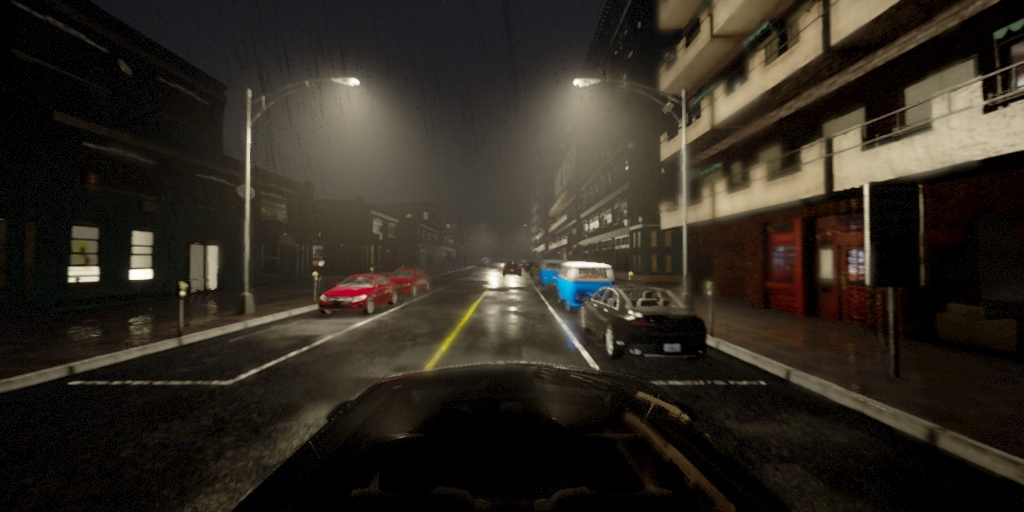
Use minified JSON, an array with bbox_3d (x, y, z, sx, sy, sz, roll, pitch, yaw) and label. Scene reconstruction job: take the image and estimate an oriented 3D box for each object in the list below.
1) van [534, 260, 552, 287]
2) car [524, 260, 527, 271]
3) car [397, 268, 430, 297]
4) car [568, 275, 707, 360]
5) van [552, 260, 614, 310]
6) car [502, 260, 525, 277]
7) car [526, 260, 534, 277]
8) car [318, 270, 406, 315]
[{"bbox_3d":[2.701,1.154,24.964,1.690,1.789,3.998,0,0,0],"label":"van"},{"bbox_3d":[2.711,1.429,47.287,1.948,1.339,4.313,0,0,0],"label":"car"},{"bbox_3d":[-5.682,1.344,19.350,1.888,1.381,4.507,0,0,0],"label":"car"},{"bbox_3d":[2.695,1.318,8.222,2.007,1.370,4.403,0,0,0],"label":"car"},{"bbox_3d":[2.696,1.124,13.801,1.690,1.789,3.998,0,0,0],"label":"van"},{"bbox_3d":[0.016,1.408,37.832,1.994,1.385,4.181,0,0,0],"label":"car"},{"bbox_3d":[2.706,1.365,36.295,1.751,1.417,4.829,0,0,0],"label":"car"},{"bbox_3d":[-5.684,1.365,13.770,1.802,1.307,4.207,0,0,0],"label":"car"}]
